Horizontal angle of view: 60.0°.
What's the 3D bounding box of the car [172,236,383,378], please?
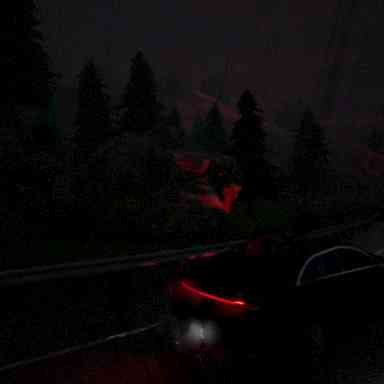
[{"bbox_3d":[1.960,1.505,5.621,4.902,1.511,2.128,0,0,-39],"label":"car"}]
